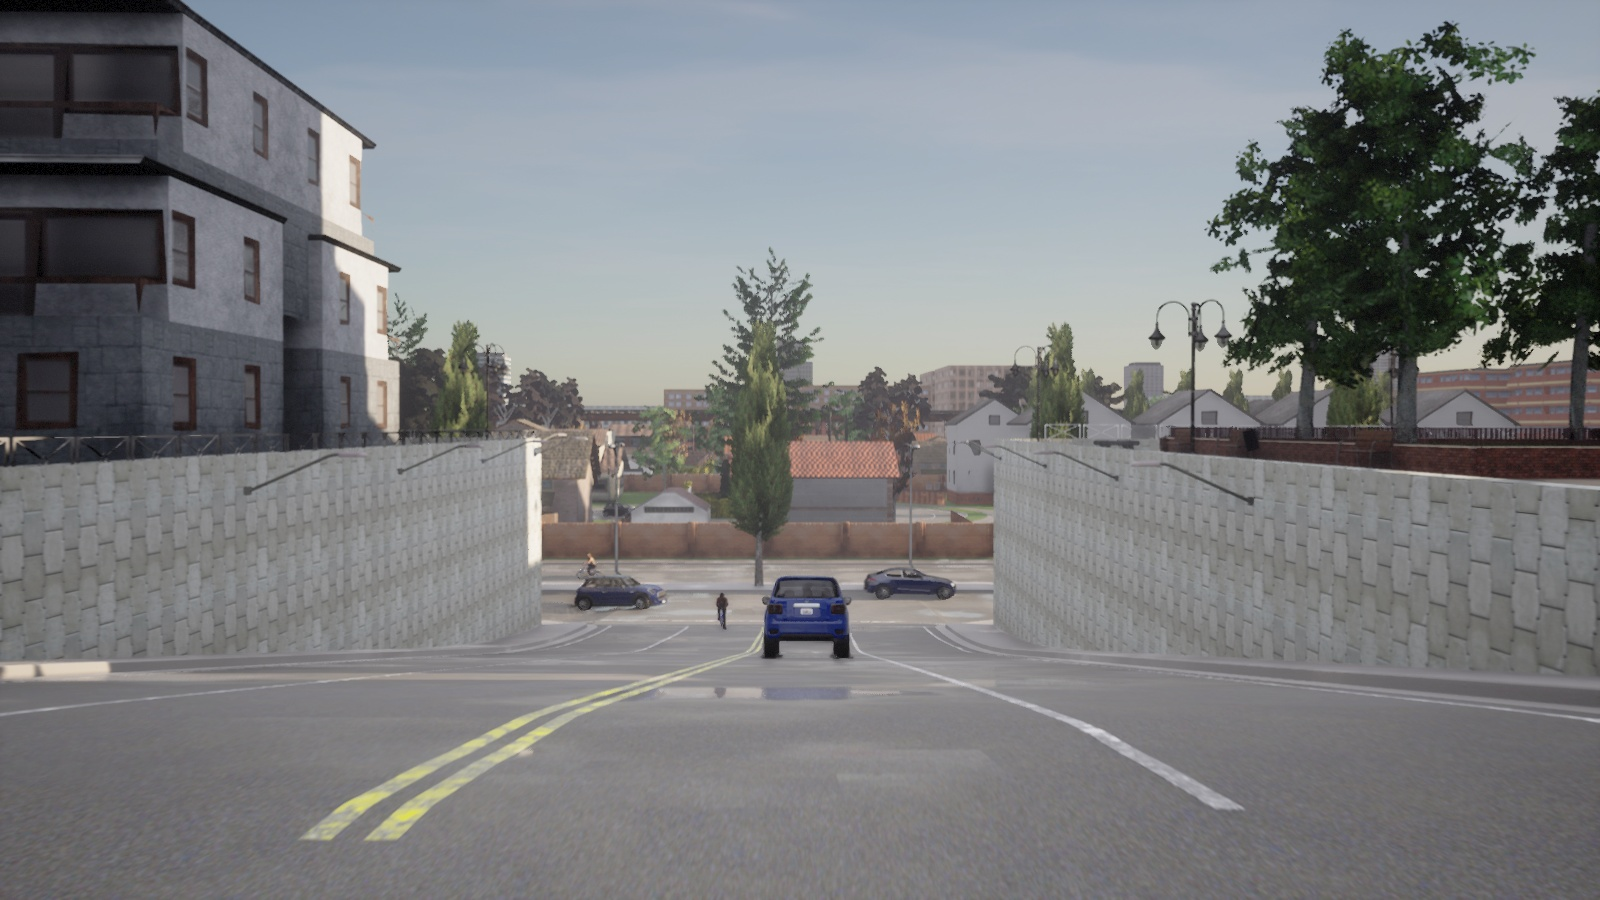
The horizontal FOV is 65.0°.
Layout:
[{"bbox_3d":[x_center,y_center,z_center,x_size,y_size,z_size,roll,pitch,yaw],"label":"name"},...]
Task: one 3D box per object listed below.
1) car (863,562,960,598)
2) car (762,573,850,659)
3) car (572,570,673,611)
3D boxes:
[{"bbox_3d":[6.019,7.054,68.223,5.027,1.651,2.152,1,1,-1],"label":"car"},{"bbox_3d":[0.161,4.439,33.285,2.150,2.045,5.566,0,-8,0],"label":"car"},{"bbox_3d":[-8.970,7.102,63.698,4.553,1.767,2.097,-2,0,12],"label":"car"}]
